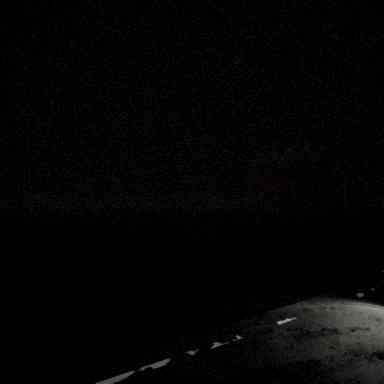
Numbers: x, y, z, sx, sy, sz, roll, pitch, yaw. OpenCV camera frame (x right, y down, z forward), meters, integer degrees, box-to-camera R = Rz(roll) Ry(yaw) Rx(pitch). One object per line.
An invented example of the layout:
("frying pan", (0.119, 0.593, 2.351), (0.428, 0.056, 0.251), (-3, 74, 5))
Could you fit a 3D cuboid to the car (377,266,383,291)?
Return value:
("car", (6.441, 1.560, 7.676), (5.357, 1.411, 2.033), (0, 0, -36))
